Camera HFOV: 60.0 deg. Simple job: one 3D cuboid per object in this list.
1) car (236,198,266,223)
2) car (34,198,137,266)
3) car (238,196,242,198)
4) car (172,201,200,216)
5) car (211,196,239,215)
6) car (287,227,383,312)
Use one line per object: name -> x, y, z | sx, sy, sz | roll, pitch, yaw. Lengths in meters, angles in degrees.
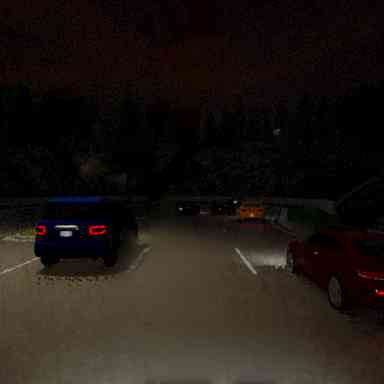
car -> 4.742, 1.477, 25.925 | 1.882, 1.535, 5.008 | 0, 0, 12
car -> -3.384, 1.221, 11.681 | 2.150, 2.045, 5.566 | 0, 0, 0
car -> 5.970, 1.352, 44.068 | 2.097, 1.767, 4.553 | 0, 0, 13
car -> -0.519, 1.564, 33.275 | 1.994, 1.385, 4.181 | 0, 0, 15
car -> 3.293, 1.478, 33.942 | 1.882, 1.535, 5.008 | 0, 0, 16
car -> 3.602, 1.525, 7.582 | 1.812, 1.442, 4.674 | 0, 0, 0
